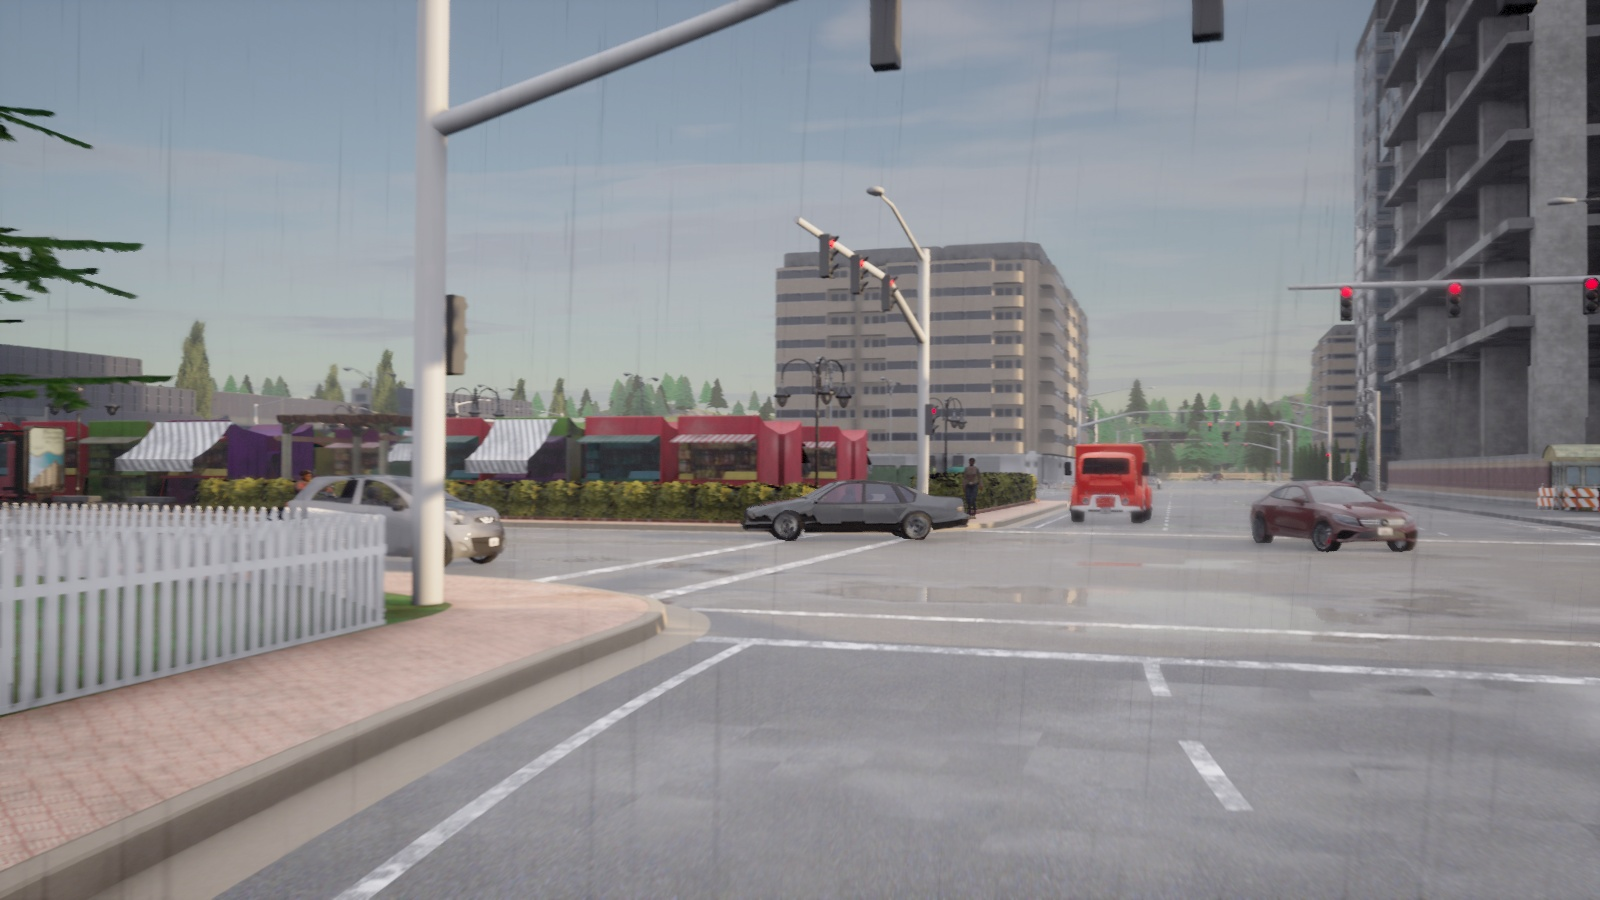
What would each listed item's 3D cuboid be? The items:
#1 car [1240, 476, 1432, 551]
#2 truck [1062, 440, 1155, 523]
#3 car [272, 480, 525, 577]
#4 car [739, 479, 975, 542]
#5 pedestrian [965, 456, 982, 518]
[{"bbox_3d":[11.461,1.307,27.275,1.812,1.442,4.674,0,-1,-5],"label":"car"},{"bbox_3d":[9.946,0.972,40.194,2.627,2.467,5.204,0,-1,17],"label":"truck"},{"bbox_3d":[-6.693,1.256,21.049,3.633,1.501,1.845,0,-1,17],"label":"car"},{"bbox_3d":[1.290,1.407,29.870,5.357,1.411,2.033,0,-1,-5],"label":"car"},{"bbox_3d":[5.097,1.073,36.934,0.328,1.805,0.869,-1,-1,19],"label":"pedestrian"}]
